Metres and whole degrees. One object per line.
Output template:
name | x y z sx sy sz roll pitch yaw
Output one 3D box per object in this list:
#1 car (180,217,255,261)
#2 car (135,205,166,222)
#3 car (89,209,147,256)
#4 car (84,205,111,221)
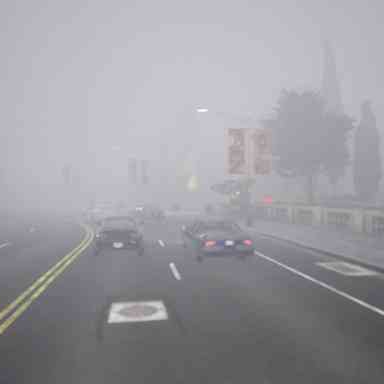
car | 0.755 1.674 12.927 2.033 1.411 5.357 0 -1 -10
car | -3.982 1.825 28.632 2.033 1.411 5.357 0 -1 -27
car | -2.942 1.659 13.703 1.812 1.442 4.674 0 0 -10
car | -7.835 1.799 28.293 1.812 1.442 4.674 0 0 -30
